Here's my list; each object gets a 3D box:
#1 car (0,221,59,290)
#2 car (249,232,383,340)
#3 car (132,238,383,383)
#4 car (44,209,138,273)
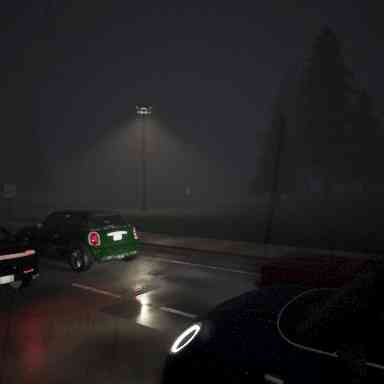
[{"bbox_3d":[-5.588,1.492,7.880,4.902,1.511,2.128,0,0,36],"label":"car"},{"bbox_3d":[3.551,1.601,5.757,4.718,1.301,1.895,0,0,36],"label":"car"},{"bbox_3d":[1.923,1.352,2.619,4.553,1.767,2.097,0,0,36],"label":"car"},{"bbox_3d":[-3.906,1.352,10.981,4.553,1.767,2.097,0,0,36],"label":"car"}]
